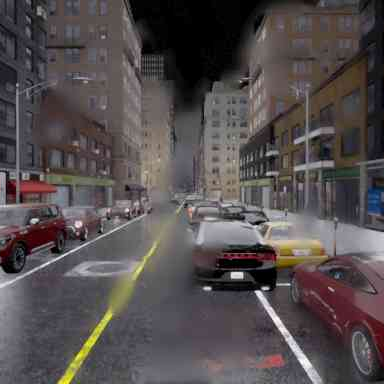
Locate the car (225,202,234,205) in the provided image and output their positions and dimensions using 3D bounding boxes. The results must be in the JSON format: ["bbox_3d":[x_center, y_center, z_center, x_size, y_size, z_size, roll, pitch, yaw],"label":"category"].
[{"bbox_3d":[2.801,1.557,21.928,1.947,1.339,4.313,-1,0,0],"label":"car"}]

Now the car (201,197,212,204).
[{"bbox_3d":[2.705,1.540,61.029,1.802,1.307,4.206,-1,0,0],"label":"car"}]

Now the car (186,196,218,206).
[{"bbox_3d":[0.767,1.342,24.940,2.097,1.767,4.553,0,0,-1],"label":"car"}]

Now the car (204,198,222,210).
[{"bbox_3d":[2.746,1.527,44.271,2.008,1.369,4.403,-1,0,0],"label":"car"}]

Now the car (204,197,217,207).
[{"bbox_3d":[2.732,1.496,50.027,1.752,1.417,4.829,-1,0,0],"label":"car"}]

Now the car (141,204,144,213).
[{"bbox_3d":[-5.765,1.567,33.076,1.802,1.307,4.206,-1,0,0],"label":"car"}]

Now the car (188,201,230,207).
[{"bbox_3d":[0.848,1.498,18.978,1.837,1.490,4.892,0,0,0],"label":"car"}]

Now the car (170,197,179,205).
[{"bbox_3d":[-3.153,1.564,56.914,1.895,1.301,4.718,0,0,0],"label":"car"}]

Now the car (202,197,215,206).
[{"bbox_3d":[2.719,1.531,55.443,1.947,1.339,4.313,-1,0,0],"label":"car"}]

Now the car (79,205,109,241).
[{"bbox_3d":[-5.722,1.434,16.319,1.967,1.590,4.097,-1,0,0],"label":"car"}]

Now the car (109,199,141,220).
[{"bbox_3d":[-5.752,1.429,27.490,1.967,1.590,4.097,-1,0,0],"label":"car"}]

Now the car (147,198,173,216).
[{"bbox_3d":[-3.188,1.587,32.260,1.895,1.301,4.718,0,0,0],"label":"car"}]

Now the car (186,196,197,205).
[{"bbox_3d":[-0.162,1.437,60.153,1.882,1.535,5.008,0,0,0],"label":"car"}]

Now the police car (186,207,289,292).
[{"bbox_3d":[0.875,1.422,9.088,1.930,1.638,5.238,0,0,0],"label":"police car"}]

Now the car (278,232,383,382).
[{"bbox_3d":[2.842,1.580,5.170,1.802,1.307,4.206,-1,0,0],"label":"car"}]

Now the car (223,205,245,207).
[{"bbox_3d":[2.814,1.560,16.342,1.947,1.339,4.313,-1,0,0],"label":"car"}]

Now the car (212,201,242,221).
[{"bbox_3d":[2.787,1.539,27.514,2.008,1.369,4.403,-1,0,0],"label":"car"}]

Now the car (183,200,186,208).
[{"bbox_3d":[-0.115,1.479,46.414,1.837,1.490,4.892,0,0,0],"label":"car"}]

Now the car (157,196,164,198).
[{"bbox_3d":[-5.840,1.503,61.005,1.887,1.381,4.507,-1,0,0],"label":"car"}]

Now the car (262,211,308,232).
[{"bbox_3d":[2.827,1.522,10.926,1.752,1.417,4.829,-1,0,0],"label":"car"}]

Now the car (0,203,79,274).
[{"bbox_3d":[-5.708,1.311,10.733,2.192,1.841,5.009,-1,0,0],"label":"car"}]
